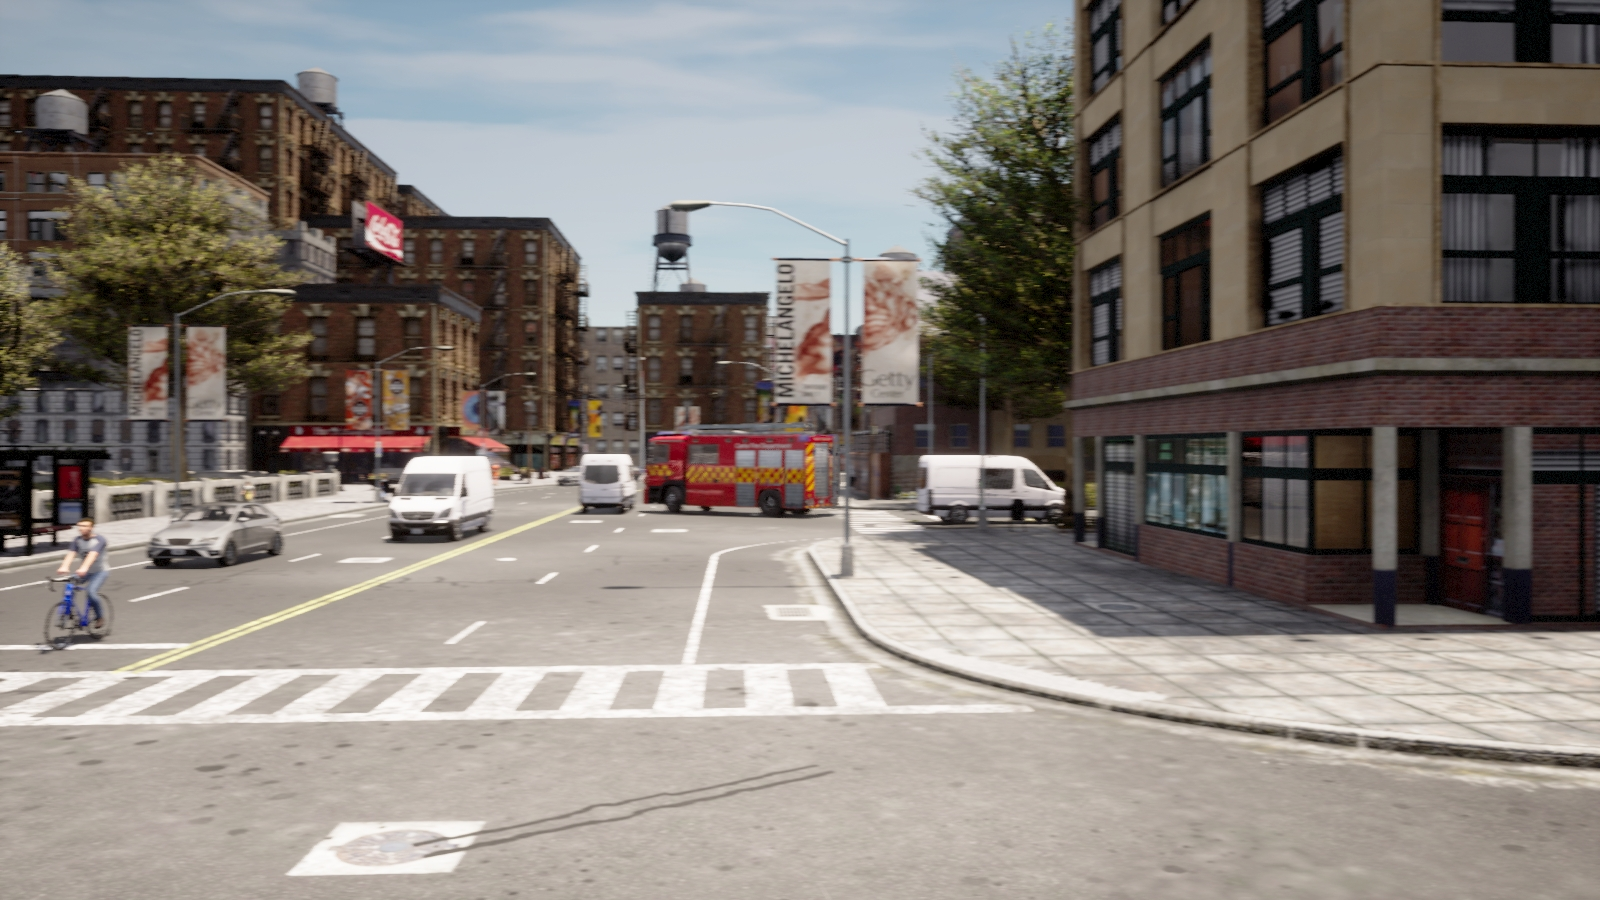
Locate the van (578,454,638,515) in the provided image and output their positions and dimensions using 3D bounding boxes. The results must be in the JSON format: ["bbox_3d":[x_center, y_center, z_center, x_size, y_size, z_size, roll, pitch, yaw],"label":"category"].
[{"bbox_3d":[-8.607,1.477,51.616,1.988,2.561,5.915,0,0,-3],"label":"van"}]

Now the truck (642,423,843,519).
[{"bbox_3d":[-2.559,0.834,49.183,8.468,3.827,2.891,0,0,31],"label":"truck"}]

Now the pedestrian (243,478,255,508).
[{"bbox_3d":[-24.688,1.924,51.190,0.375,1.300,0.375,0,0,-6],"label":"pedestrian"}]

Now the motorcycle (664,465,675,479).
[{"bbox_3d":[-12.168,2.063,106.545,0.856,1.236,1.805,0,0,-3],"label":"motorcycle"}]

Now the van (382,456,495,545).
[{"bbox_3d":[-11.321,1.495,36.279,1.988,2.561,5.915,0,0,-3],"label":"van"}]

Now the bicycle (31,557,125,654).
[{"bbox_3d":[-10.302,2.188,16.357,0.373,1.196,1.643,0,-1,-3],"label":"bicycle"}]

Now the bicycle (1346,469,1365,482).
[{"bbox_3d":[47.116,2.130,96.904,0.859,1.080,1.487,0,0,-5],"label":"bicycle"}]

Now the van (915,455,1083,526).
[{"bbox_3d":[7.432,1.482,42.967,5.915,2.561,1.988,0,0,-7],"label":"van"}]

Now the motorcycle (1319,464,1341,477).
[{"bbox_3d":[52.023,2.036,112.156,1.805,1.236,0.856,0,0,-3],"label":"motorcycle"}]

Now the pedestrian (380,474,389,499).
[{"bbox_3d":[-21.990,1.913,60.465,0.375,1.300,0.375,0,0,0],"label":"pedestrian"}]

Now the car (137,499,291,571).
[{"bbox_3d":[-14.413,2.037,28.379,1.816,1.474,4.193,0,0,-3],"label":"car"}]
